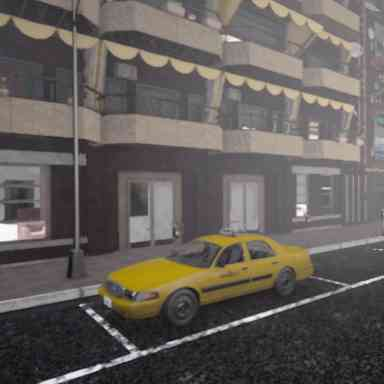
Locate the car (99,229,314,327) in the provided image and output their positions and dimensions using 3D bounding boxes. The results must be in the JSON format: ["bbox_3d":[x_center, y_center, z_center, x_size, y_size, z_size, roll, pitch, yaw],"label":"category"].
[{"bbox_3d":[0.555,1.502,6.961,4.829,1.417,1.752,0,0,-35],"label":"car"}]
